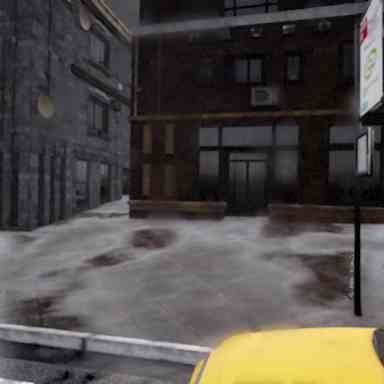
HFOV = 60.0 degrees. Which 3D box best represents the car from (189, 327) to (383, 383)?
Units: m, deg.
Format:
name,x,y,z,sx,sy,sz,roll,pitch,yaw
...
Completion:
name,x,y,z,sx,sy,sz,roll,pitch,yaw
car,2.514,1.460,2.150,5.366,1.575,1.801,0,0,14
